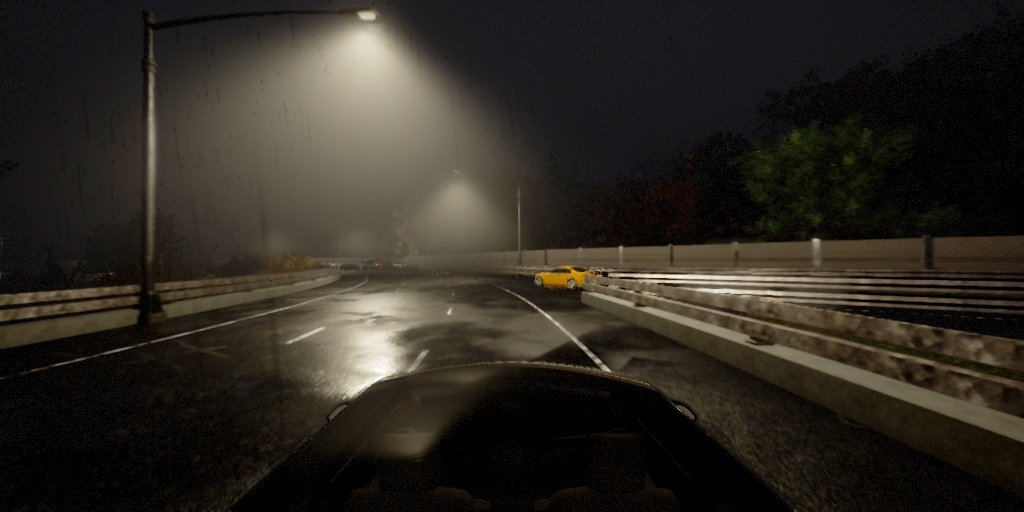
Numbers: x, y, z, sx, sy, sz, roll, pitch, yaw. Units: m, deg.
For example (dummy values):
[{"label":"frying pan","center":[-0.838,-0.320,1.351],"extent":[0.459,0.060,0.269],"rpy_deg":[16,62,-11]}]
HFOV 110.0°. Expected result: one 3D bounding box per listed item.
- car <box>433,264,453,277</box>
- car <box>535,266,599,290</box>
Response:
[{"label":"car","center":[-8.646,1.755,44.679],"extent":[1.837,1.490,4.892],"rpy_deg":[-1,0,-23]},{"label":"car","center":[3.681,1.428,24.731],"extent":[1.882,1.535,5.008],"rpy_deg":[-1,0,-38]}]
